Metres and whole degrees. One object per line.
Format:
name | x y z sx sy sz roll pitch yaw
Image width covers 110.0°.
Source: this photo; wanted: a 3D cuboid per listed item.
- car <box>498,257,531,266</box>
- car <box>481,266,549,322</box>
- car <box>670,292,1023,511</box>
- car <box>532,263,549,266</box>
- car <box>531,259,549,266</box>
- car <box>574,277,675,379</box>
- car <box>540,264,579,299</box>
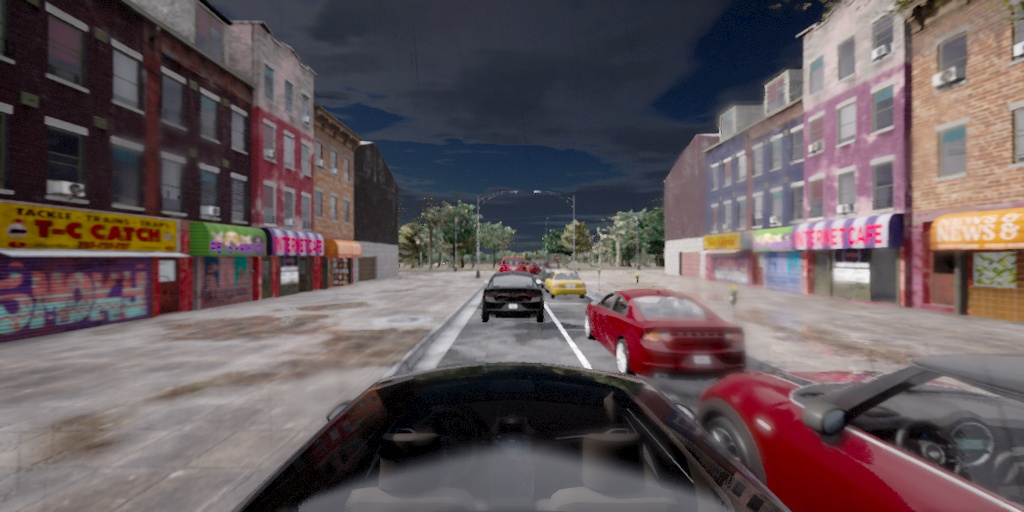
car | 0.102 1.067 27.881 2.150 2.045 5.566 0 0 0
car | 0.019 1.260 12.442 1.882 1.535 5.008 0 0 0
car | 2.638 1.190 1.657 1.967 1.591 4.097 0 0 0
car | 2.638 1.379 23.837 2.007 1.370 4.403 0 0 0
car | 2.637 1.193 34.928 2.192 1.841 5.009 0 0 0
car | 2.638 1.311 7.203 1.888 1.381 4.507 0 0 0
car | 2.638 1.329 18.463 1.751 1.417 4.829 0 0 0
